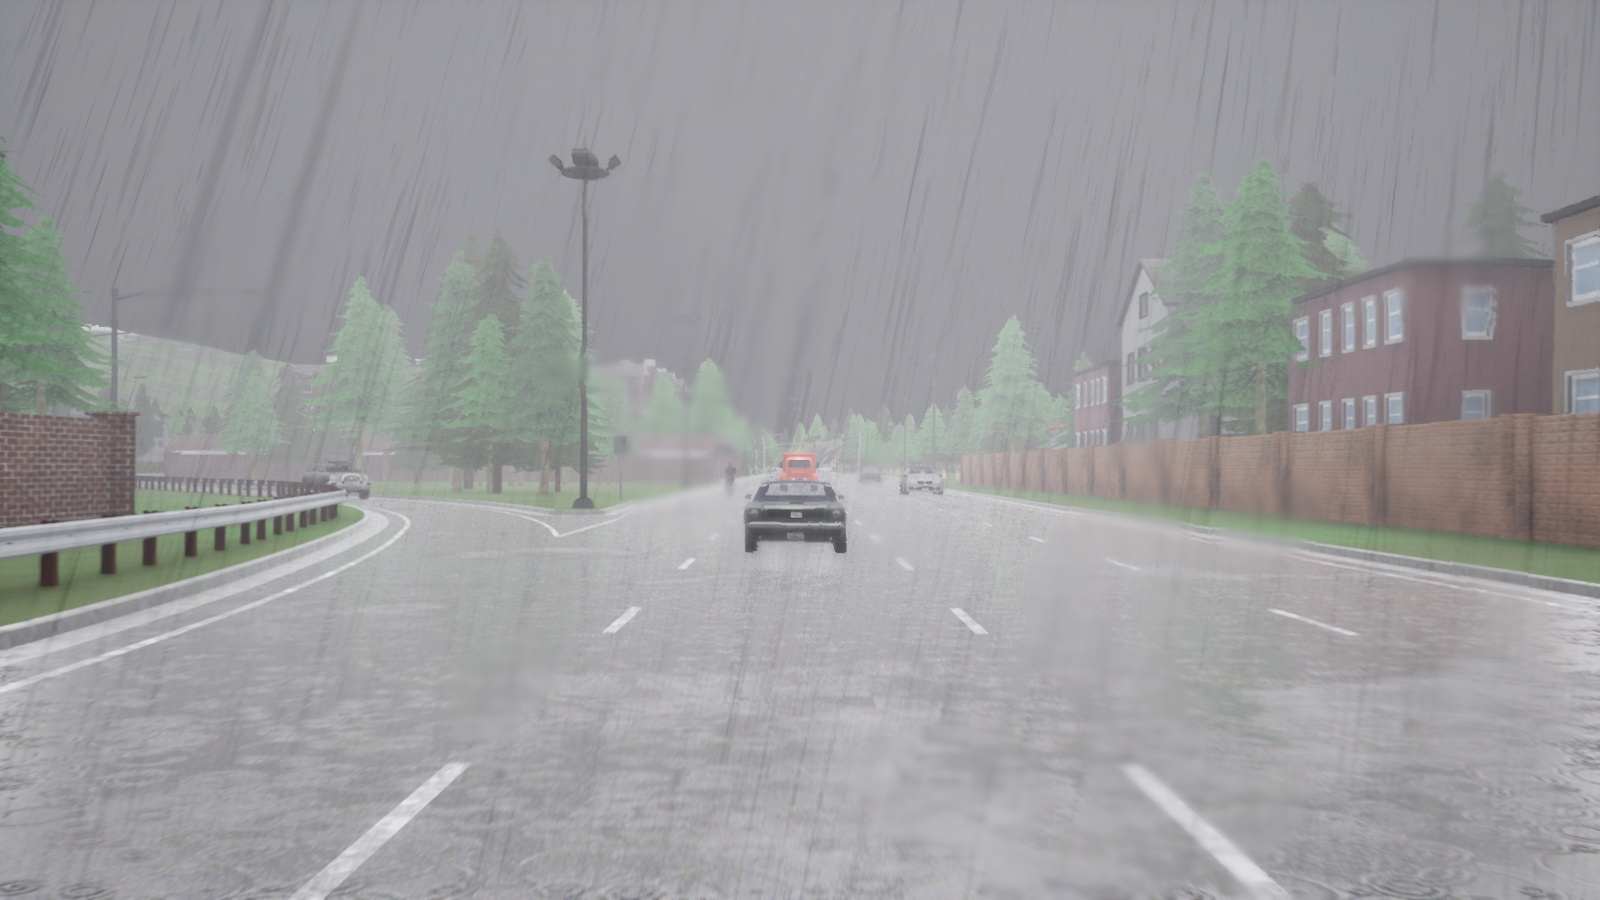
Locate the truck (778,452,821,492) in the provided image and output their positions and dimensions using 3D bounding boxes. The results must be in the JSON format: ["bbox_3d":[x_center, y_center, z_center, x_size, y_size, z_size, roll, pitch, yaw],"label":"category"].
[{"bbox_3d":[-0.049,1.407,81.135,2.627,2.467,5.204,0,-1,0],"label":"truck"}]

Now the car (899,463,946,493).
[{"bbox_3d":[6.991,1.585,72.039,2.242,1.667,4.611,0,-1,0],"label":"car"}]

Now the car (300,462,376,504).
[{"bbox_3d":[-21.061,1.472,57.203,1.932,1.855,4.605,0,-1,-38],"label":"car"}]

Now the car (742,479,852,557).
[{"bbox_3d":[-0.058,1.232,24.191,1.895,1.301,4.718,0,-1,0],"label":"car"}]
